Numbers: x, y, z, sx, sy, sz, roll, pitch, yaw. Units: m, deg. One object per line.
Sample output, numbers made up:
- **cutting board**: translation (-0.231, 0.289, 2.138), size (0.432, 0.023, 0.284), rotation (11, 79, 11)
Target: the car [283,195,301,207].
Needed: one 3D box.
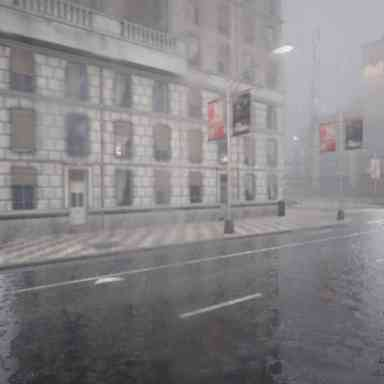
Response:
- **car**: translation (12.043, 1.102, 44.098), size (2.128, 1.511, 4.902), rotation (-1, 0, -37)
